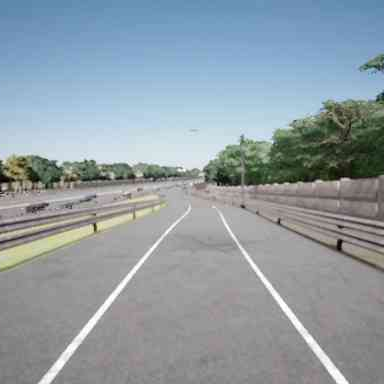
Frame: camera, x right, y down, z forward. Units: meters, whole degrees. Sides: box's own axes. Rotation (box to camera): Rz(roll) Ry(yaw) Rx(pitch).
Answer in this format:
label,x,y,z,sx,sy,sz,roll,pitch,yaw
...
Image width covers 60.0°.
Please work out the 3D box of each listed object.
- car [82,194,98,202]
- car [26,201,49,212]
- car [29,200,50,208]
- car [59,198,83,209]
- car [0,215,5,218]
label,x,y,z,sx,sy,sz,roll,pitch,yaw
car,-26.866,1.824,84.784,2.033,1.411,5.357,0,3,10
car,-30.420,2.922,65.162,1.837,1.490,4.892,0,3,10
car,-32.793,2.628,71.702,1.895,1.301,4.718,0,3,10
car,-25.912,2.646,70.417,2.033,1.411,5.357,0,3,10
car,-29.867,3.833,48.582,2.033,1.411,5.357,0,3,10
